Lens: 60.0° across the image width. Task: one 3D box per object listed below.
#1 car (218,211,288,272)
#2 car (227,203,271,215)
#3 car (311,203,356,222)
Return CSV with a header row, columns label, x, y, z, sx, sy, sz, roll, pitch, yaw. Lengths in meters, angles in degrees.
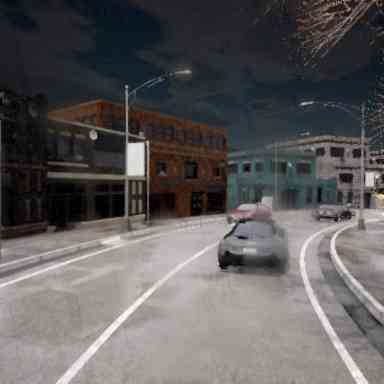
label,x,y,z,sx,sy,sz,roll,pitch,yaw
car,2.144,1.567,10.987,1.994,1.385,4.181,1,0,16
car,4.183,1.507,23.654,1.812,1.442,4.674,1,0,35
car,11.589,1.647,27.173,2.033,1.411,5.357,2,1,44
